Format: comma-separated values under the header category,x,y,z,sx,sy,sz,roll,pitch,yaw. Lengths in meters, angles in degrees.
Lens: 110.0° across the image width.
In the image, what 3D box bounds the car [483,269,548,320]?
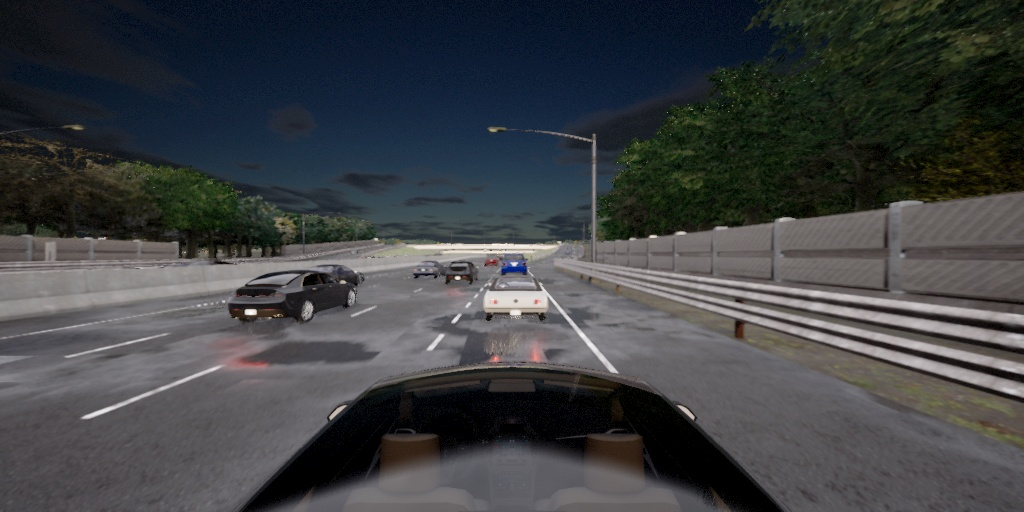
category,x,y,z,sx,sy,sz,roll,pitch,yaw
car,0.114,1.310,12.413,1.895,1.301,4.718,0,0,0

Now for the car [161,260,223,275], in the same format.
category,x,y,z,sx,sy,sz,roll,pitch,yaw
car,-31.403,1.130,35.433,1.895,1.301,4.718,0,0,1

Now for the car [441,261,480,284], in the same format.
category,x,y,z,sx,sy,sz,roll,pitch,yaw
car,-3.440,1.116,25.207,1.837,1.490,4.892,0,0,0

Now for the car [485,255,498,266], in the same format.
category,x,y,z,sx,sy,sz,roll,pitch,yaw
car,-3.214,0.702,58.182,2.097,1.767,4.553,0,0,0

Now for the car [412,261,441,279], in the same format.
category,x,y,z,sx,sy,sz,roll,pitch,yaw
car,-6.815,1.119,30.060,2.033,1.411,5.357,0,0,0

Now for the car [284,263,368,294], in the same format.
category,x,y,z,sx,sy,sz,roll,pitch,yaw
car,-10.366,1.193,20.603,2.033,1.411,5.357,0,0,0

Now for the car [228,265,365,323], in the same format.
category,x,y,z,sx,sy,sz,roll,pitch,yaw
car,-6.886,1.218,11.879,1.837,1.490,4.892,0,0,0

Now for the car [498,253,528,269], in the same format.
category,x,y,z,sx,sy,sz,roll,pitch,yaw
car,0.191,0.786,30.948,2.150,2.045,5.566,0,0,0

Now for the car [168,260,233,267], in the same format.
category,x,y,z,sx,sy,sz,roll,pitch,yaw
car,-24.495,1.088,28.745,1.837,1.490,4.892,0,0,1

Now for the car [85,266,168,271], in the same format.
category,x,y,z,sx,sy,sz,roll,pitch,yaw
car,-21.066,1.263,18.462,1.895,1.301,4.718,0,0,0
